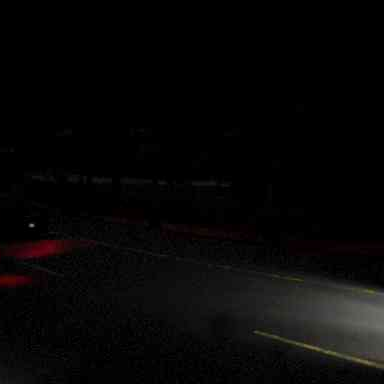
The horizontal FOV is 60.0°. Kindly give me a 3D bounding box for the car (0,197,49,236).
[{"bbox_3d":[-8.088,0.955,14.049,5.008,1.535,1.882,5,3,35],"label":"car"}]

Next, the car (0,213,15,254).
[{"bbox_3d":[-7.401,1.224,9.268,5.357,1.411,2.033,4,2,35],"label":"car"}]
